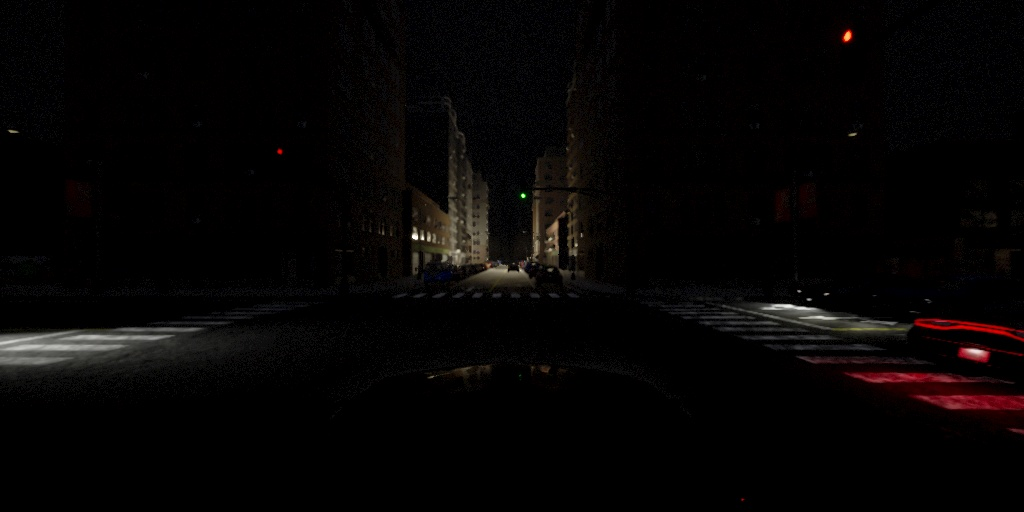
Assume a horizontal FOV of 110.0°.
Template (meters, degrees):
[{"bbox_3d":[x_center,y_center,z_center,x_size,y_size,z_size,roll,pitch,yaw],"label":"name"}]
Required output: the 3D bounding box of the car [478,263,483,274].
[{"bbox_3d":[-5.654,1.894,50.670,1.948,1.339,4.313,0,0,0],"label":"car"}]

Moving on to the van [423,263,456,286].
[{"bbox_3d":[-5.736,1.401,27.998,1.690,1.789,3.998,0,0,0],"label":"van"}]

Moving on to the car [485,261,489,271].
[{"bbox_3d":[-5.612,2.026,62.005,1.948,1.339,4.313,0,0,0],"label":"car"}]

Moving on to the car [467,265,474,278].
[{"bbox_3d":[-5.694,1.761,39.334,1.948,1.339,4.313,0,0,0],"label":"car"}]

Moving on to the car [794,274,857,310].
[{"bbox_3d":[15.340,1.471,15.329,5.357,1.411,2.033,0,-1,0],"label":"car"}]

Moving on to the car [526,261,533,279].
[{"bbox_3d":[2.831,1.634,39.306,1.967,1.591,4.097,0,0,0],"label":"car"}]

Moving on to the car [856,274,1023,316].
[{"bbox_3d":[15.107,1.368,12.075,5.008,1.535,1.882,-1,-1,0],"label":"car"}]

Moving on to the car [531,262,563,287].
[{"bbox_3d":[2.790,1.499,27.969,1.967,1.591,4.097,0,0,0],"label":"car"}]

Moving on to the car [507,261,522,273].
[{"bbox_3d":[0.231,1.939,57.961,1.812,1.442,4.674,0,-1,0],"label":"car"}]

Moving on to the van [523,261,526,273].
[{"bbox_3d":[2.872,1.668,50.644,1.690,1.789,3.998,0,0,0],"label":"van"}]

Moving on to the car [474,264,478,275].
[{"bbox_3d":[-5.674,1.844,45.002,1.802,1.307,4.207,0,0,0],"label":"car"}]

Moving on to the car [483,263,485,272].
[{"bbox_3d":[-5.633,1.920,56.167,1.751,1.417,4.829,0,0,0],"label":"car"}]

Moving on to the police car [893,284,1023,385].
[{"bbox_3d":[9.395,1.321,5.443,4.974,1.542,2.038,0,-1,0],"label":"police car"}]

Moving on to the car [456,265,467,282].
[{"bbox_3d":[-5.715,1.567,33.666,1.967,1.591,4.097,0,0,0],"label":"car"}]
